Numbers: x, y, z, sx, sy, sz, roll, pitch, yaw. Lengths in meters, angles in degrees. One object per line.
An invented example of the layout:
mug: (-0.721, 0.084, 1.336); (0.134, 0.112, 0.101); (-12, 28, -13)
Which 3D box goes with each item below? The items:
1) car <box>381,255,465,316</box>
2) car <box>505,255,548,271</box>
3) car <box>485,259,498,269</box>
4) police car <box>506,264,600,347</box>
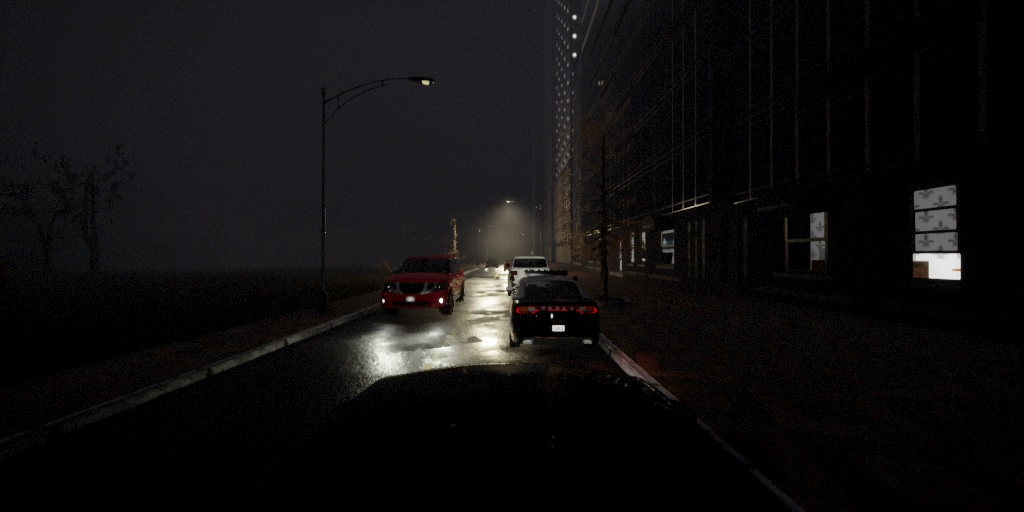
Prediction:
car: (-3.130, 0.971, 13.792); (2.150, 2.045, 5.566); (0, 0, 0)
car: (0.857, 0.975, 19.351); (2.150, 2.045, 5.566); (0, 0, 0)
car: (-3.221, 1.224, 57.674); (1.882, 1.535, 5.008); (0, 0, 0)
police car: (0.881, 1.175, 9.430); (1.930, 1.638, 5.238); (0, 0, 0)
